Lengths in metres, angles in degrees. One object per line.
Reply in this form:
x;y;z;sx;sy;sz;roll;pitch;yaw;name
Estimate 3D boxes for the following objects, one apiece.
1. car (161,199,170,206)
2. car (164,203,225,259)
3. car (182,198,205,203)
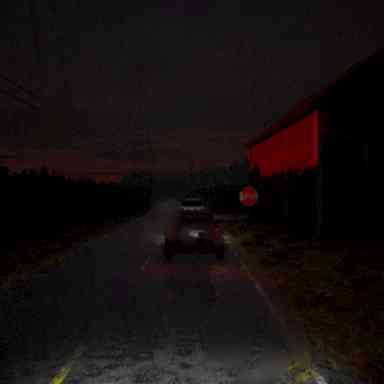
-5.905;2.291;74.072;2.128;1.511;4.902;0;-1;-4;car
0.101;1.490;13.325;2.097;1.767;4.553;0;-1;1;car
0.205;1.510;27.491;2.150;2.045;5.566;0;0;5;car
